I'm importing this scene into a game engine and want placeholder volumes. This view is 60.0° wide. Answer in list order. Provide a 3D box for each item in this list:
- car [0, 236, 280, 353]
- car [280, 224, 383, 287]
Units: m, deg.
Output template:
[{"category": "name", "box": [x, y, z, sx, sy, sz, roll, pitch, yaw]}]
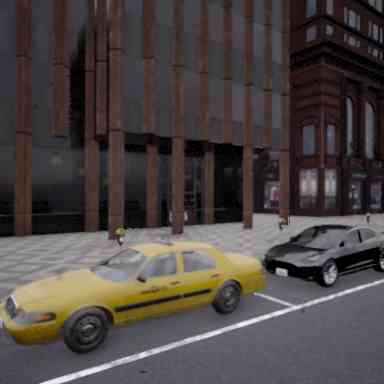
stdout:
[{"category": "car", "box": [-0.735, 1.543, 6.122, 4.829, 1.417, 1.752, 0, 0, -35]}, {"category": "car", "box": [3.998, 1.619, 9.485, 4.313, 1.339, 1.947, 0, 0, -35]}]
